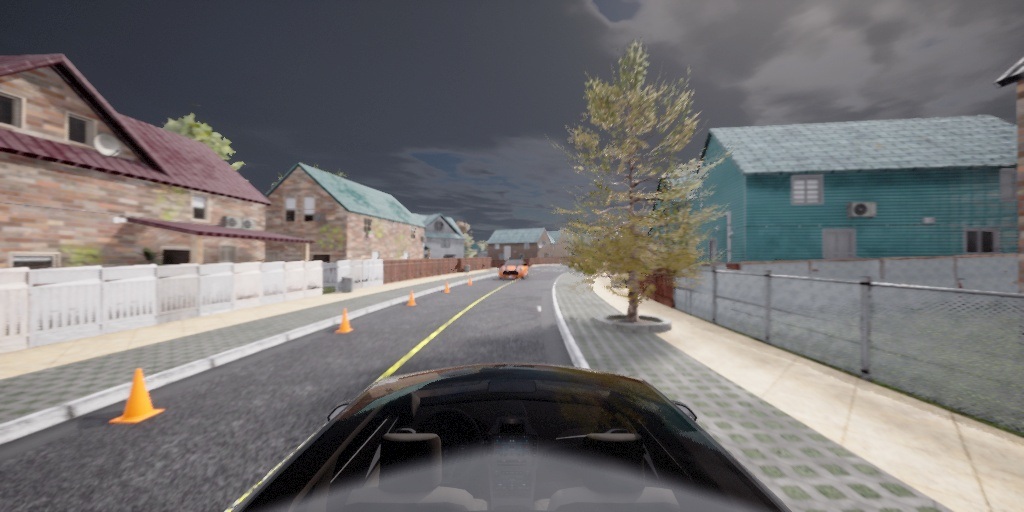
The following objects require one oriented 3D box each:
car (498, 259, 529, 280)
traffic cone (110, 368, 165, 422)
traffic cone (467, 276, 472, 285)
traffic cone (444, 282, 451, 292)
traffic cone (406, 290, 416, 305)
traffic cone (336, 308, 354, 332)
[{"bbox_3d":[0.216,1.050,30.380,2.097,1.767,4.553,0,0,9],"label":"car"},{"bbox_3d":[-4.618,1.686,4.433,0.340,0.580,0.340,0,0,1],"label":"traffic cone"},{"bbox_3d":[-2.883,1.665,24.663,0.340,0.580,0.340,0,0,9],"label":"traffic cone"},{"bbox_3d":[-3.560,1.675,19.629,0.340,0.580,0.340,0,0,7],"label":"traffic cone"},{"bbox_3d":[-4.075,1.682,14.576,0.340,0.580,0.340,0,0,5],"label":"traffic cone"},{"bbox_3d":[-4.428,1.685,9.509,0.340,0.580,0.340,0,0,3],"label":"traffic cone"}]
